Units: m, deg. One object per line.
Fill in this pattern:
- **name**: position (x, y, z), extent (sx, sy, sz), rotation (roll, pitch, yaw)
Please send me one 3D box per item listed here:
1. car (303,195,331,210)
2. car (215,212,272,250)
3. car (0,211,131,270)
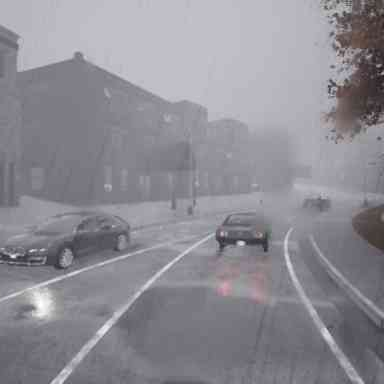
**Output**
- **car**: position (12.969, 1.053, 34.426), extent (1.837, 1.490, 4.892), rotation (-1, 1, 35)
- **car**: position (2.323, 1.499, 13.889), extent (1.895, 1.301, 4.718), rotation (0, 1, 15)
- **car**: position (-3.845, 1.427, 11.008), extent (1.837, 1.490, 4.892), rotation (0, 0, 21)
